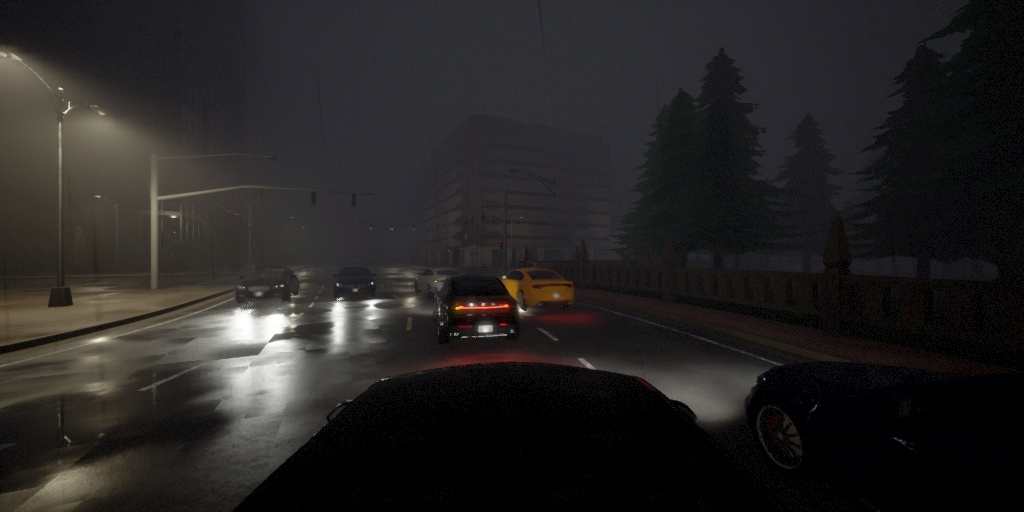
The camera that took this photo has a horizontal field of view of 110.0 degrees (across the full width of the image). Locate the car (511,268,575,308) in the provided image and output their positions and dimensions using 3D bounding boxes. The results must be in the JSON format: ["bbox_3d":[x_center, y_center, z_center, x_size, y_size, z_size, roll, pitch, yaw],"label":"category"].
[{"bbox_3d":[0.768,1.228,14.868,1.882,1.535,5.008,0,0,-18],"label":"car"}]

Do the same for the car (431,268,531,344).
[{"bbox_3d":[-1.130,1.255,9.749,1.837,1.490,4.892,0,0,-14],"label":"car"}]

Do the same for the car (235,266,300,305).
[{"bbox_3d":[-11.010,1.243,16.415,2.128,1.511,4.902,0,0,-24],"label":"car"}]

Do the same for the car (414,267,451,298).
[{"bbox_3d":[-3.703,1.276,18.416,1.812,1.442,4.674,0,0,-27],"label":"car"}]

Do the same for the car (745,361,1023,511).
[{"bbox_3d":[3.356,1.276,1.746,1.812,1.442,4.674,0,0,-1],"label":"car"}]

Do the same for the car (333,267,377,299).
[{"bbox_3d":[-7.985,1.275,18.226,1.812,1.442,4.674,0,0,-24],"label":"car"}]
